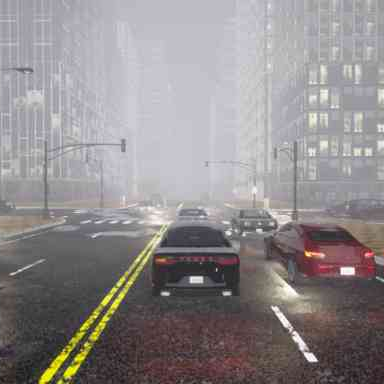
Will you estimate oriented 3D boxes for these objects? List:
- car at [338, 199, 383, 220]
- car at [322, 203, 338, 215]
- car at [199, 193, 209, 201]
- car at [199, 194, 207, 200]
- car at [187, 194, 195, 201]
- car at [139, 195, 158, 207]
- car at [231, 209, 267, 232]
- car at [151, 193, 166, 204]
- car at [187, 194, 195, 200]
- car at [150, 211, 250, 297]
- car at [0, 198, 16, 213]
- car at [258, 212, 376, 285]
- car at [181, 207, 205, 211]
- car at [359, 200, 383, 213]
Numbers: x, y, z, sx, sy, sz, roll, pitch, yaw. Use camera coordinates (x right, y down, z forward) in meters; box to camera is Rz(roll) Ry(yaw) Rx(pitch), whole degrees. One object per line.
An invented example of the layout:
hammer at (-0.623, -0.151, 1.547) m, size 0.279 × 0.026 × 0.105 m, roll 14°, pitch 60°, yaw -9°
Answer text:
car at (16.103, 1.519, 29.258) m, size 5.009 × 1.841 × 2.192 m, roll 1°, pitch 0°, yaw 1°
car at (16.181, 1.637, 35.047) m, size 4.674 × 1.442 × 1.812 m, roll 1°, pitch 1°, yaw 1°
car at (2.983, 1.143, 80.033) m, size 2.150 × 2.045 × 5.566 m, roll 0°, pitch 0°, yaw 0°
car at (2.947, 1.267, 90.421) m, size 2.128 × 1.511 × 4.902 m, roll 0°, pitch 0°, yaw 0°
car at (-0.267, 1.396, 79.994) m, size 1.882 × 1.535 × 5.008 m, roll 0°, pitch 0°, yaw 0°
car at (-6.761, 1.528, 50.724) m, size 1.994 × 1.385 × 4.181 m, roll 0°, pitch 0°, yaw 0°
car at (3.288, 1.591, 18.515) m, size 1.895 × 1.301 × 4.718 m, roll 0°, pitch 0°, yaw 0°
car at (-6.764, 1.166, 62.647) m, size 2.150 × 2.045 × 5.566 m, roll 0°, pitch 1°, yaw 1°
car at (-0.303, 1.267, 90.411) m, size 2.128 × 1.511 × 4.902 m, roll 0°, pitch 0°, yaw 0°
car at (0.067, 1.474, 8.630) m, size 1.882 × 1.535 × 5.008 m, roll 0°, pitch 0°, yaw 0°
car at (-20.246, 1.059, 32.320) m, size 5.566 × 2.045 × 2.150 m, roll 0°, pitch 1°, yaw 1°
car at (3.319, 1.521, 9.396) m, size 1.812 × 1.442 × 4.674 m, roll 0°, pitch 0°, yaw 0°
car at (0.036, 1.538, 18.451) m, size 2.033 × 1.411 × 5.357 m, roll 0°, pitch 0°, yaw 0°
car at (21.684, 1.643, 37.563) m, size 4.829 × 1.417 × 1.752 m, roll 1°, pitch 0°, yaw 1°
